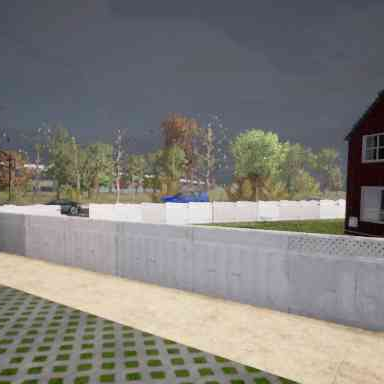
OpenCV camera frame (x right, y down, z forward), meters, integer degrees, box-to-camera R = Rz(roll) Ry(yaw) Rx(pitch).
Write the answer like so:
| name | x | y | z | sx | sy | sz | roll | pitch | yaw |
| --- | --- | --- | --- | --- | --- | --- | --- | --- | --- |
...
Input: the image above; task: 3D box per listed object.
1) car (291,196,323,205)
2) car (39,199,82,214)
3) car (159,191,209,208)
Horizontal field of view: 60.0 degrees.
| name | x | y | z | sx | sy | sz | roll | pitch | yaw |
| --- | --- | --- | --- | --- | --- | --- | --- | --- | --- |
| car | 14.522 | 1.198 | 41.028 | 4.718 | 1.301 | 1.895 | 0 | 2 | -18 |
| car | -12.794 | 1.362 | 31.938 | 4.181 | 1.385 | 1.994 | 0 | 2 | -18 |
| car | -0.824 | 0.921 | 35.926 | 5.566 | 2.045 | 2.150 | 0 | 2 | -18 |
